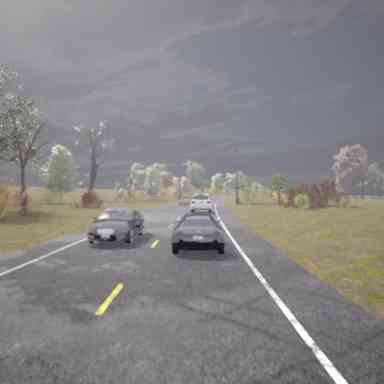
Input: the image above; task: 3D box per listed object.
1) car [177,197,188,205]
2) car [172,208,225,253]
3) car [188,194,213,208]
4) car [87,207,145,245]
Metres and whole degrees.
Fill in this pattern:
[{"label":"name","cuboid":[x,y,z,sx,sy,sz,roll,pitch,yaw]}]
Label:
[{"label":"car","cuboid":[-1.307,1.581,56.529,1.895,1.301,4.718,0,0,5]},{"label":"car","cuboid":[0.252,1.564,13.631,1.994,1.385,4.181,0,0,1]},{"label":"car","cuboid":[1.060,1.213,36.786,2.150,2.045,5.566,0,0,3]},{"label":"car","cuboid":[-3.407,1.492,15.700,2.128,1.511,4.902,0,0,1]}]
